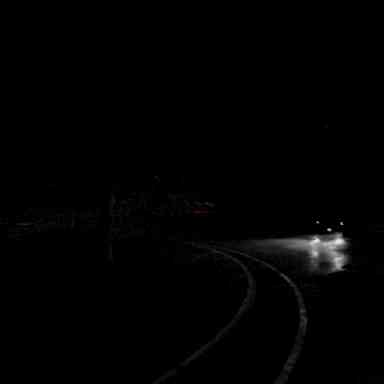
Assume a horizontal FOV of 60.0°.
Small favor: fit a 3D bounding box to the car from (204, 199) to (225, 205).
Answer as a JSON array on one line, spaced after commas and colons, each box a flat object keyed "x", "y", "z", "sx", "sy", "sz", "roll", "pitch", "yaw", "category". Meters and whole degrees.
[{"x": 5.348, "y": 2.358, "z": 79.292, "sx": 4.674, "sy": 1.452, "sz": 2.002, "roll": 1, "pitch": 0, "yaw": -5, "category": "car"}]

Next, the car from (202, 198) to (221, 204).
[{"x": 4.895, "y": 2.310, "z": 84.826, "sx": 4.674, "sy": 1.452, "sz": 2.002, "roll": 1, "pitch": 0, "yaw": -5, "category": "car"}]

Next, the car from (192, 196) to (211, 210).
[{"x": 1.727, "y": 2.160, "z": 61.119, "sx": 2.150, "sy": 2.045, "sz": 5.566, "roll": 1, "pitch": -1, "yaw": -2, "category": "car"}]

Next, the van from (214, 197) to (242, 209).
[{"x": 6.817, "y": 2.267, "z": 59.919, "sx": 4.442, "sy": 1.987, "sz": 1.878, "roll": 1, "pitch": 0, "yaw": -5, "category": "van"}]

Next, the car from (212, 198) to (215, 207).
[{"x": 6.735, "y": 2.498, "z": 62.697, "sx": 4.792, "sy": 1.488, "sz": 2.163, "roll": 1, "pitch": 0, "yaw": -5, "category": "car"}]

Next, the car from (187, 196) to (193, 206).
[{"x": 0.463, "y": 2.330, "z": 76.669, "sx": 2.128, "sy": 1.511, "sz": 4.902, "roll": 1, "pitch": 0, "yaw": -5, "category": "car"}]

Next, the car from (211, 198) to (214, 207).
[{"x": 6.294, "y": 2.437, "z": 65.448, "sx": 5.366, "sy": 1.575, "sz": 1.946, "roll": 1, "pitch": 0, "yaw": -5, "category": "car"}]

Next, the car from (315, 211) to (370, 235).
[{"x": 9.770, "y": 1.955, "z": 21.531, "sx": 1.895, "sy": 1.301, "sz": 4.718, "roll": -2, "pitch": -2, "yaw": 45, "category": "car"}]

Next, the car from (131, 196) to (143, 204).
[{"x": -13.646, "y": 2.140, "z": 80.392, "sx": 2.033, "sy": 1.411, "sz": 5.357, "roll": 1, "pitch": 0, "yaw": -5, "category": "car"}]

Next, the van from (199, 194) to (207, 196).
[{"x": 4.791, "y": 2.022, "z": 87.599, "sx": 4.442, "sy": 1.987, "sz": 1.878, "roll": 1, "pitch": 0, "yaw": -5, "category": "van"}]

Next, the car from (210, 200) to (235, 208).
[{"x": 6.282, "y": 2.447, "z": 68.231, "sx": 4.792, "sy": 1.488, "sz": 2.163, "roll": 1, "pitch": 0, "yaw": -5, "category": "car"}]
